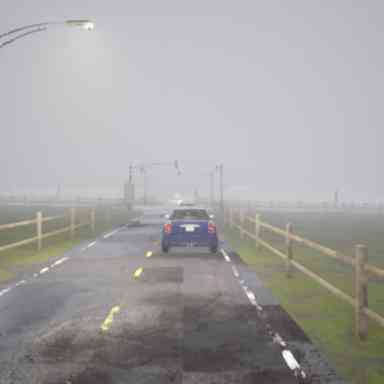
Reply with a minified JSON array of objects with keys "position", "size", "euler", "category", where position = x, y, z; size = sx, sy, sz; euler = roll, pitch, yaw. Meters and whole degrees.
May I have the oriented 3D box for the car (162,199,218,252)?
[{"position":[-0.110,1.375,14.214],"size":[2.097,1.767,4.553],"euler":[0,0,-1],"category":"car"}]
